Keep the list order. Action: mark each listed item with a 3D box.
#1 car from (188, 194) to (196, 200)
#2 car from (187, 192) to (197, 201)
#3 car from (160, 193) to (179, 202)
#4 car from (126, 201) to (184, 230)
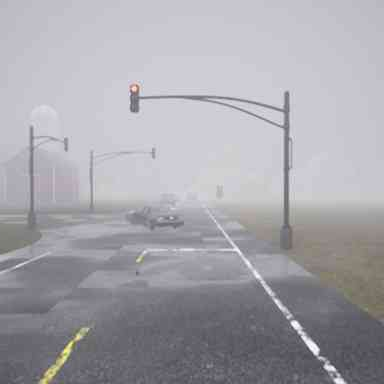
[{"bbox_3d":[0.033,1.284,85.343,1.994,1.385,4.181,0,0,0],"label":"car"},{"bbox_3d":[0.029,1.064,74.953,2.150,2.045,5.566,0,0,0],"label":"car"},{"bbox_3d":[-3.572,1.133,49.812,2.150,2.045,5.566,0,0,0],"label":"car"},{"bbox_3d":[-2.467,1.513,20.885,2.033,1.411,5.357,0,0,-31],"label":"car"}]
